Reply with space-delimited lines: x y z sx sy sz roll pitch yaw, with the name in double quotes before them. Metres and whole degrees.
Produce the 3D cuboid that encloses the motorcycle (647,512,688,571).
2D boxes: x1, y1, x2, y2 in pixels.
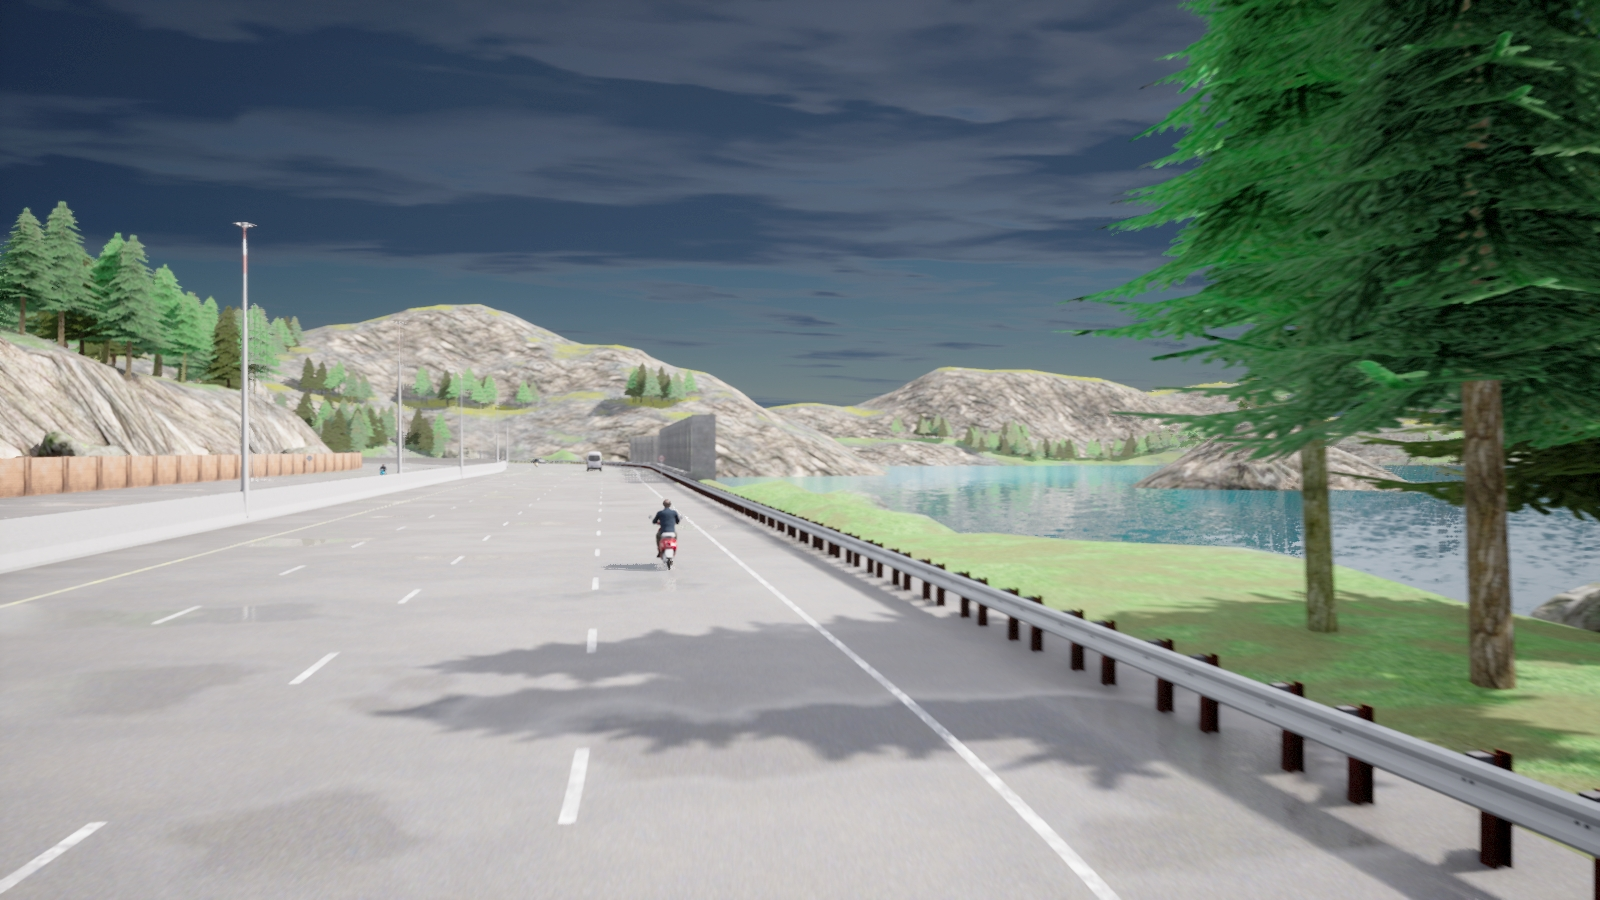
"motorcycle" -3.192 2.173 27.442 0.856 1.236 1.805 -1 0 -10
